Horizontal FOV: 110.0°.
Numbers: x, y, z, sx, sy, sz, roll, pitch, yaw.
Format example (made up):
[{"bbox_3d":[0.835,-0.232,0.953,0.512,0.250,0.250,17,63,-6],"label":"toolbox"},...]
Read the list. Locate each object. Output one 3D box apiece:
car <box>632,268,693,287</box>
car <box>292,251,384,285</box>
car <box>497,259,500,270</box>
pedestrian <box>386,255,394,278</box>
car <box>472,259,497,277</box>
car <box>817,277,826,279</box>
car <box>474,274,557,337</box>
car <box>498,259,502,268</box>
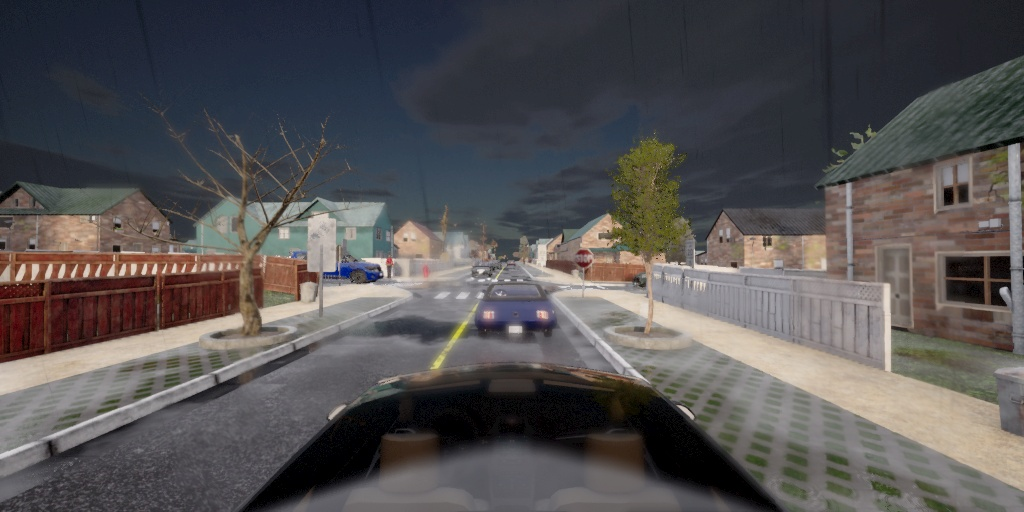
[{"bbox_3d":[10.960,1.422,25.356,4.553,1.767,2.097,1,-1,-1],"label":"car"},{"bbox_3d":[-11.061,0.750,22.570,5.566,2.045,2.150,1,-1,-3],"label":"car"},{"bbox_3d":[-2.933,1.419,46.201,1.895,1.301,4.718,0,0,0],"label":"car"},{"bbox_3d":[-9.682,0.796,28.264,0.375,1.860,0.375,0,-2,0],"label":"pedestrian"},{"bbox_3d":[-2.916,1.283,35.874,2.128,1.511,4.902,0,0,0],"label":"car"},{"bbox_3d":[20.954,1.860,25.396,4.181,1.385,1.994,1,-1,0],"label":"car"},{"bbox_3d":[0.081,1.355,10.239,1.895,1.301,4.718,0,0,0],"label":"car"},{"bbox_3d":[-2.953,1.359,56.670,1.837,1.490,4.892,0,0,0],"label":"car"}]
